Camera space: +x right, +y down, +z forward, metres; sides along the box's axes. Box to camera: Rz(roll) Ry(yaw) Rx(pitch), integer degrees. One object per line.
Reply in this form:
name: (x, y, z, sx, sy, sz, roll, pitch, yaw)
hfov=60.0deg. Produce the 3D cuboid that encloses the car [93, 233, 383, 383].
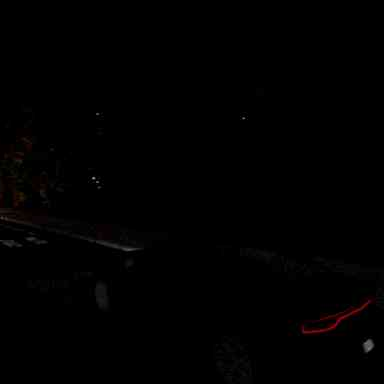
car: (0.171, 1.406, 5.268, 1.882, 1.535, 5.008, -1, 1, -42)
